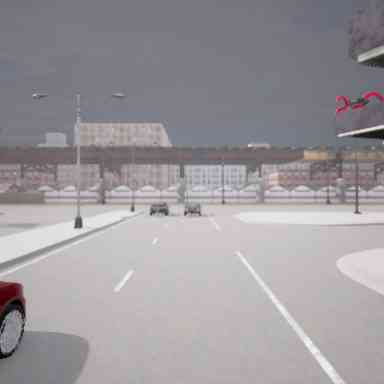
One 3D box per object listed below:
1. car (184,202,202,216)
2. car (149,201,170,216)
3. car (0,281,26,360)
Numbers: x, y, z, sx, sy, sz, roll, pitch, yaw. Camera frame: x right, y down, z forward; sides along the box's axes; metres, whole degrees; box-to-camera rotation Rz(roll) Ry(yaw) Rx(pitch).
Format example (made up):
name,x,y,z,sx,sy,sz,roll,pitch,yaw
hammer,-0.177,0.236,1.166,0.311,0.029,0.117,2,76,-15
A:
name,x,y,z,sx,sy,sz,roll,pitch,yaw
car,0.088,1.746,34.971,2.033,1.411,5.357,0,0,1
car,-3.406,1.694,35.596,2.128,1.511,4.902,0,0,0
car,-3.401,1.495,2.974,1.882,1.535,5.008,0,0,0
